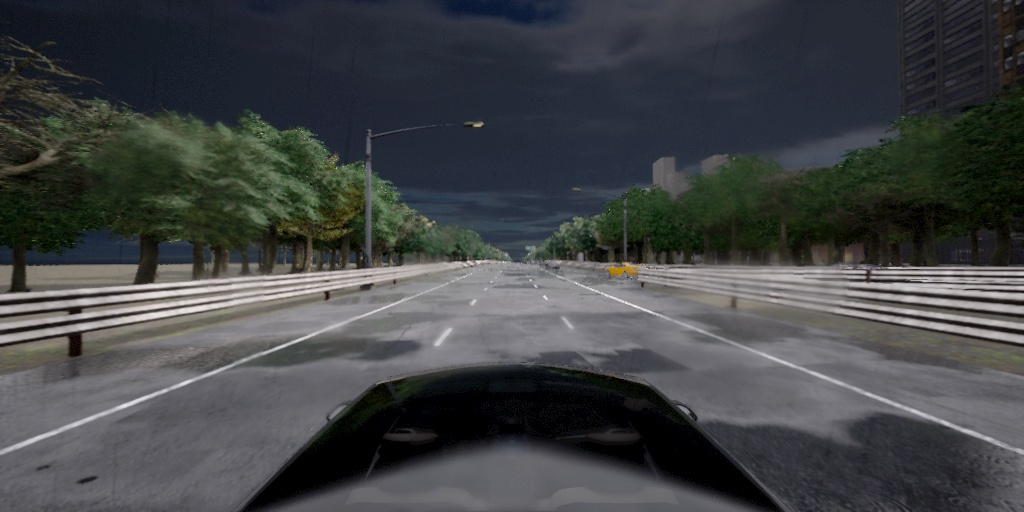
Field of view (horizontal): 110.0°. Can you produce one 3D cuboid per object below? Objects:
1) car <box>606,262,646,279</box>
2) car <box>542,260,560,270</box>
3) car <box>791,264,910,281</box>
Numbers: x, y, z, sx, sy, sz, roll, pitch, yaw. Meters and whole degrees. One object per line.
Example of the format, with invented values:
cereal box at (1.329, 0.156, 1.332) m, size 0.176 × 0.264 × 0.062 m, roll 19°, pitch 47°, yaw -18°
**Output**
car at (11.546, 1.399, 36.759) m, size 1.882 × 1.535 × 5.008 m, roll 0°, pitch 0°, yaw -18°
car at (7.053, 1.577, 62.952) m, size 1.994 × 1.385 × 4.181 m, roll 0°, pitch 0°, yaw -4°
car at (18.409, 1.200, 19.849) m, size 2.128 × 1.511 × 4.902 m, roll 1°, pitch -2°, yaw -29°
